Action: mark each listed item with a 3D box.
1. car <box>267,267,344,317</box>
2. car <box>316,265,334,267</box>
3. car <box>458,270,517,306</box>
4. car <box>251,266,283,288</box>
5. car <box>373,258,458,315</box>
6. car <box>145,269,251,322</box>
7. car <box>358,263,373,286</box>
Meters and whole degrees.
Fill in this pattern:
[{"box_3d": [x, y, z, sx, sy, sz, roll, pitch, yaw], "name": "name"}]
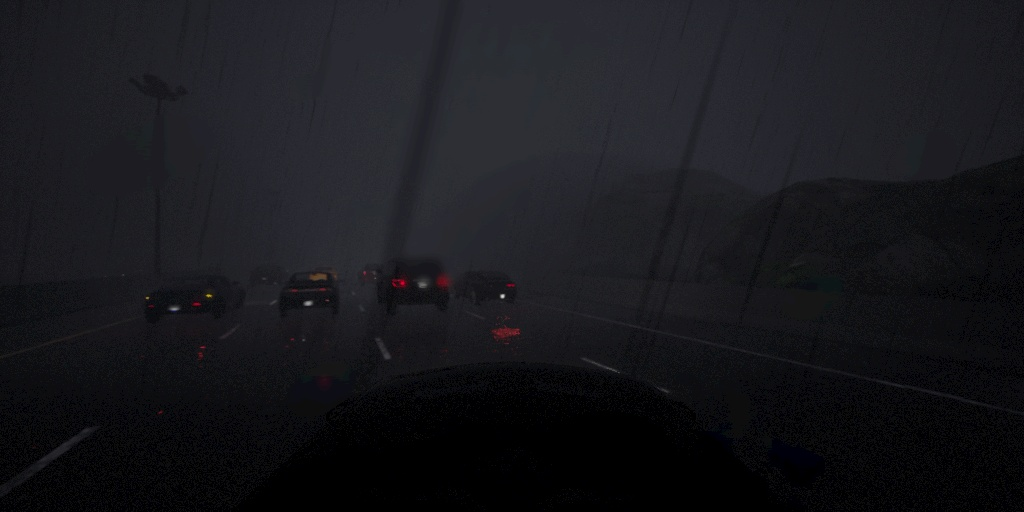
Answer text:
[{"box_3d": [-7.718, 1.355, 13.935, 2.128, 1.511, 4.902, 0, 0, -26], "name": "car"}, {"box_3d": [-14.653, 1.471, 28.069, 1.882, 1.535, 5.008, 0, 0, -26], "name": "car"}, {"box_3d": [-1.436, 1.403, 17.024, 1.837, 1.490, 4.892, 0, 0, -26], "name": "car"}, {"box_3d": [-17.792, 1.454, 26.520, 1.882, 1.535, 5.008, 0, 0, -26], "name": "car"}, {"box_3d": [-4.175, 1.096, 14.642, 2.150, 2.045, 5.566, 0, 0, -26], "name": "car"}, {"box_3d": [-11.029, 1.375, 12.746, 1.812, 1.442, 4.674, 0, 0, -26], "name": "car"}, {"box_3d": [-11.157, 1.354, 28.874, 2.097, 1.767, 4.553, 0, -1, -26], "name": "car"}]
